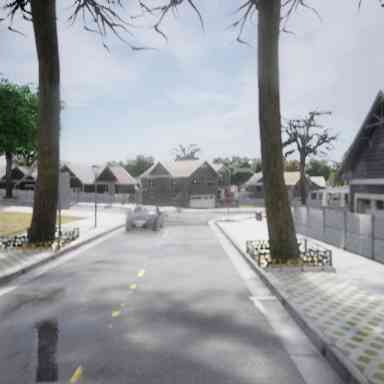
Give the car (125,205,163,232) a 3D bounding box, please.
[{"bbox_3d":[-2.888,1.601,20.822,2.128,1.511,4.902,0,-1,1],"label":"car"}]
